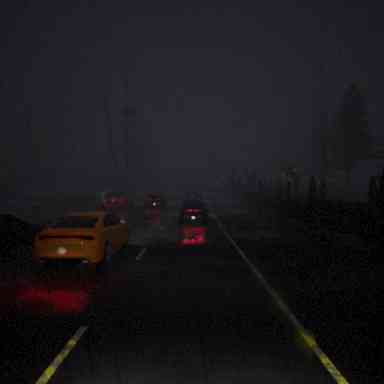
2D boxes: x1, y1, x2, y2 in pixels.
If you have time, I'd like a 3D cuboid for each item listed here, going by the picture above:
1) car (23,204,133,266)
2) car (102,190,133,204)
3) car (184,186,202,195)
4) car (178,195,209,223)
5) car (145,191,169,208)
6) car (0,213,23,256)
[{"bbox_3d":[-3.407,1.385,11.180,1.882,1.535,5.008,0,0,0],"label":"car"},{"bbox_3d":[-6.924,0.622,31.341,2.097,1.767,4.553,0,4,0],"label":"car"},{"bbox_3d":[0.039,-0.045,40.582,1.812,1.442,4.674,0,6,0],"label":"car"},{"bbox_3d":[0.085,1.226,22.912,1.837,1.490,4.892,0,2,0],"label":"car"},{"bbox_3d":[-3.427,0.680,32.648,1.837,1.490,4.892,0,4,0],"label":"car"},{"bbox_3d":[-6.907,1.431,11.466,1.812,1.442,4.674,0,0,0],"label":"car"}]
